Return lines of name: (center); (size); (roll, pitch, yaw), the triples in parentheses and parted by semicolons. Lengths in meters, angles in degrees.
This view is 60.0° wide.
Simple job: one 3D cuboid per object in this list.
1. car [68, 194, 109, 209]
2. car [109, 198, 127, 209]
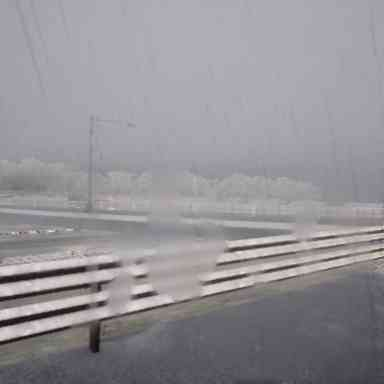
car: (-14.860, 1.327, 46.486); (5.566, 2.045, 2.150); (1, -1, 30)
car: (-11.718, 1.696, 48.725); (5.008, 1.535, 1.882); (0, -1, 30)
